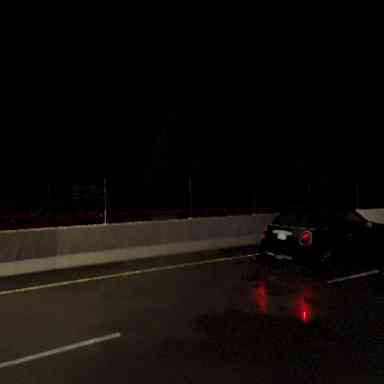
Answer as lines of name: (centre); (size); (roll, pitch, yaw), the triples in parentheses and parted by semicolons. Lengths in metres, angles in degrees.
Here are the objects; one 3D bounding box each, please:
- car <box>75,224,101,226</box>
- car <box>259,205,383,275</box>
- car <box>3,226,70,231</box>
car: (-6.660, 1.303, 16.110); (4.553, 1.767, 2.097); (-1, 1, -33)
car: (4.337, 1.242, 10.302); (4.553, 1.767, 2.097); (-1, 0, -30)
car: (-7.049, 1.510, 11.688); (4.674, 1.442, 1.812); (-1, 0, -34)
